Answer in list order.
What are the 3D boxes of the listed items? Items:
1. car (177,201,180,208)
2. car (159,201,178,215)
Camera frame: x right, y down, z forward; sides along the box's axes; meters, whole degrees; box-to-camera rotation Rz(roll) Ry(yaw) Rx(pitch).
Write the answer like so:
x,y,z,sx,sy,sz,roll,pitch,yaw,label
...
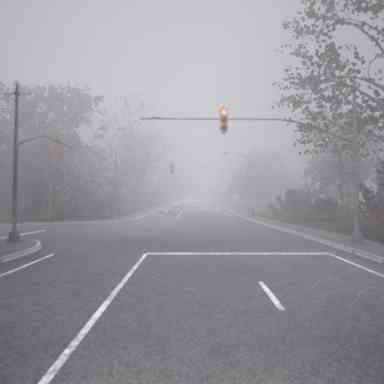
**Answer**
x,y,z,sx,sy,sz,roll,pitch,yaw,label
-3.344,2.565,68.450,1.812,1.442,4.674,0,0,1,car
-3.500,2.478,47.250,2.128,1.511,4.902,0,-1,0,car
